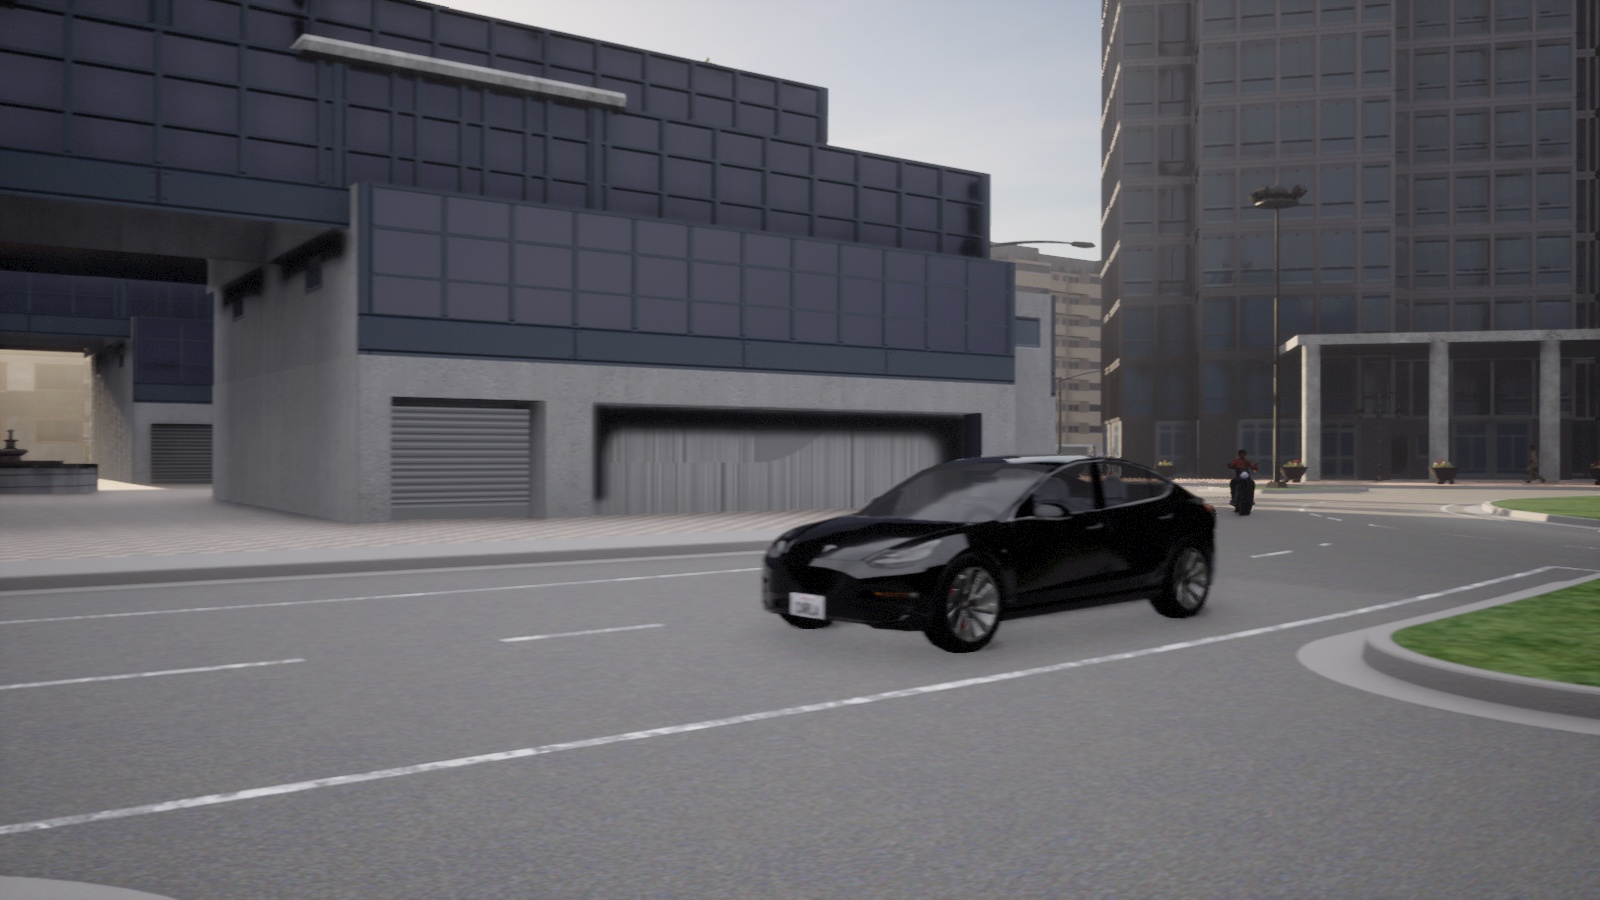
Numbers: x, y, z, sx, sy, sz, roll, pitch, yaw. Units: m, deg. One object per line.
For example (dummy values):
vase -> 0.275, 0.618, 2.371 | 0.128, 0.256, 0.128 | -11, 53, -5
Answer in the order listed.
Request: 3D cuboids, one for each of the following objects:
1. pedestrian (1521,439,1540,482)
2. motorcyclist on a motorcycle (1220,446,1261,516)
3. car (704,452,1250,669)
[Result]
pedestrian -> 33.534, 0.475, 57.622 | 0.692, 1.930, 0.396 | 0, 0, 21
motorcyclist on a motorcycle -> 10.817, 0.741, 30.896 | 0.766, 1.649, 2.350 | 0, 0, 15
car -> 1.727, 0.765, 11.038 | 4.792, 1.488, 2.163 | 0, 0, -42
